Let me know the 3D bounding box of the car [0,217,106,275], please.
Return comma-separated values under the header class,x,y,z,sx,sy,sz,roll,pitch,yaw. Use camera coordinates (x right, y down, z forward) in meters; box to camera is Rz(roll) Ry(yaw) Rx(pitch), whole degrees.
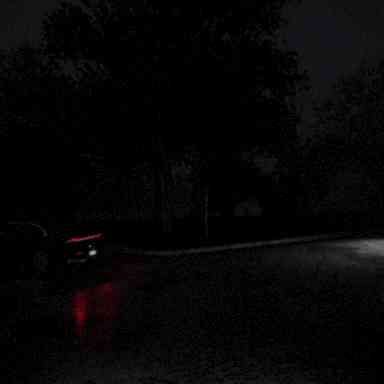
class,x,y,z,sx,sy,sz,roll,pitch,yaw
car,-5.043,1.546,10.454,4.902,1.511,2.128,-1,1,23
